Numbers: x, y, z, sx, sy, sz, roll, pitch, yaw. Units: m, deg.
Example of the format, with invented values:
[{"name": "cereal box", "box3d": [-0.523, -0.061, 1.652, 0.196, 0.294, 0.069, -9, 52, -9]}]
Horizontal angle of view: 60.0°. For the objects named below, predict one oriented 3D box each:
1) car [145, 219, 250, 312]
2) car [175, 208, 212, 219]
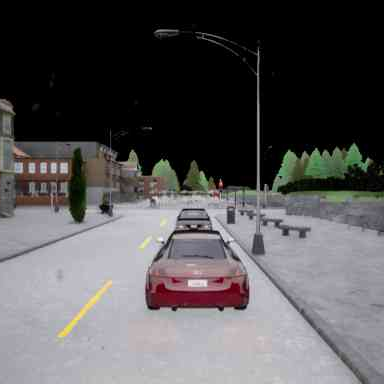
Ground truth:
[{"name": "car", "box3d": [0.091, 1.564, 7.819, 1.994, 1.385, 4.181, 0, 0, 0]}, {"name": "car", "box3d": [0.074, 1.547, 17.055, 2.033, 1.411, 5.357, 0, 0, 0]}]
